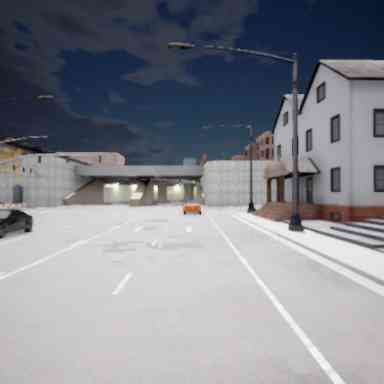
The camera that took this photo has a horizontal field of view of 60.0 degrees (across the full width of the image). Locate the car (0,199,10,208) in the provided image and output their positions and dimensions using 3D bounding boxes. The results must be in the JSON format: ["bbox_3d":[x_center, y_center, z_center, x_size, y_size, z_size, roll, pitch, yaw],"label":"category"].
[{"bbox_3d":[-32.465,1.911,53.955,2.038,1.542,4.974,0,-1,29],"label":"car"}]

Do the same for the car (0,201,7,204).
[{"bbox_3d":[-32.490,1.753,53.911,1.853,1.218,4.536,0,-1,29],"label":"car"}]

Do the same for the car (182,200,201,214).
[{"bbox_3d":[-0.083,1.735,40.975,2.097,1.767,4.553,0,0,-3],"label":"car"}]

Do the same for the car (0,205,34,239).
[{"bbox_3d":[-10.586,1.685,18.647,1.812,1.442,4.674,0,0,0],"label":"car"}]
